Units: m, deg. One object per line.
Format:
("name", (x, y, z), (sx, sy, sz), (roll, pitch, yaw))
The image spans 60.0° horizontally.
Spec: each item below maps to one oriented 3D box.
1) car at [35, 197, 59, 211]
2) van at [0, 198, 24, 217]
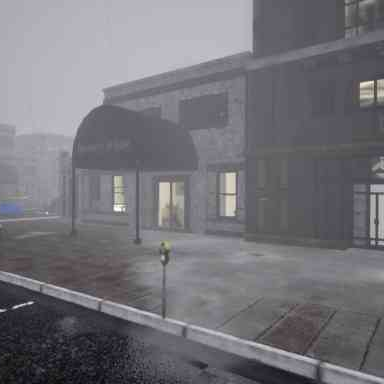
("car", (-16.438, 1.413, 41.223), (2.097, 1.767, 4.553), (0, 0, 35))
("van", (-17.327, 1.415, 29.849), (1.690, 1.788, 3.998), (0, 0, 35))
